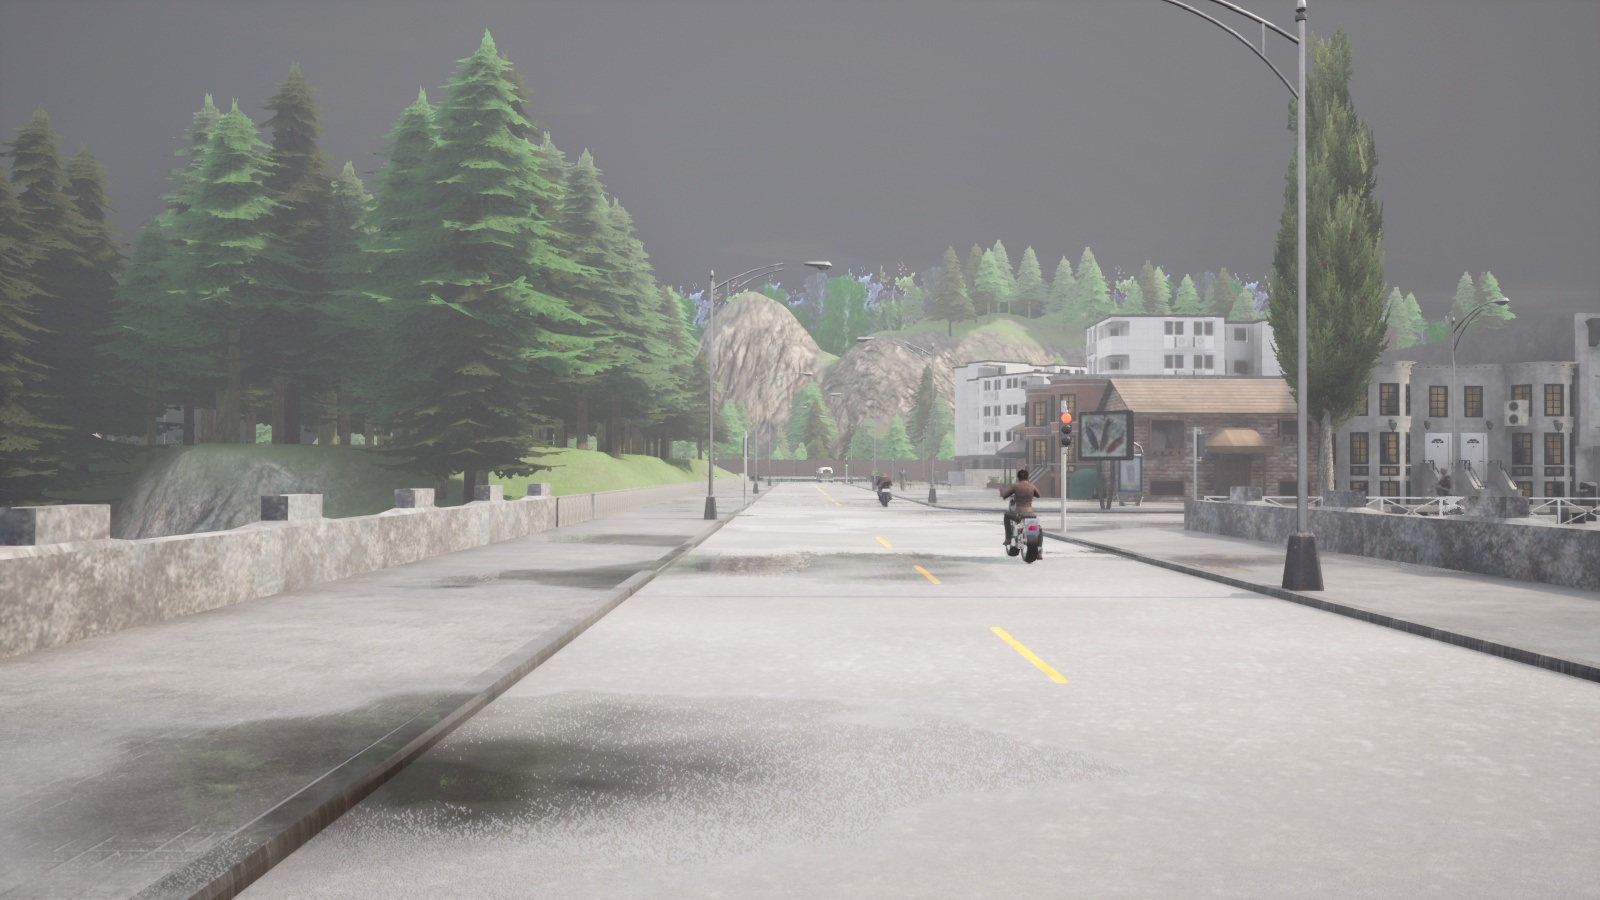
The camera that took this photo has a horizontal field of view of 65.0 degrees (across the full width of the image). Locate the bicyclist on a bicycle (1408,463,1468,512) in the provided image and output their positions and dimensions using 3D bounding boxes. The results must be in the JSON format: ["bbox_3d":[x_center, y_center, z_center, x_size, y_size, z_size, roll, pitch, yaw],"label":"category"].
[{"bbox_3d":[23.243,1.359,45.769,1.843,1.776,0.659,0,-1,0],"label":"bicyclist on a bicycle"}]

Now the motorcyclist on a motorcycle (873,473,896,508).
[{"bbox_3d":[3.775,1.773,56.028,0.866,1.530,2.191,0,-1,0],"label":"motorcyclist on a motorcycle"}]

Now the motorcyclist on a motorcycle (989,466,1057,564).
[{"bbox_3d":[3.944,1.124,22.380,0.766,1.649,2.350,0,-1,0],"label":"motorcyclist on a motorcycle"}]
